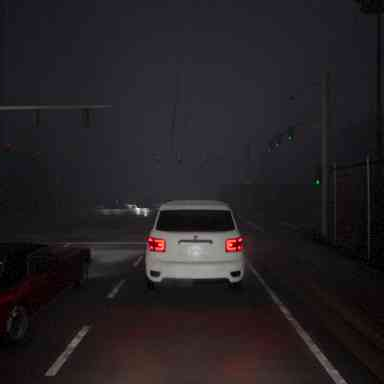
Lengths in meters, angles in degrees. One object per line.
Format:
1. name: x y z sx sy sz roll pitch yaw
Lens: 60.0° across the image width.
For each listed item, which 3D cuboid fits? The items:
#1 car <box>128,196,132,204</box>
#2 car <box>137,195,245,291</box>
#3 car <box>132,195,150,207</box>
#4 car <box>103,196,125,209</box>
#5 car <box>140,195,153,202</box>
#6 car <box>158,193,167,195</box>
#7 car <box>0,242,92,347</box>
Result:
1. car: -10.487 1.487 61.067 2.128 1.511 4.902 0 0 0
2. car: 0.083 1.221 9.175 2.150 2.045 5.566 0 0 0
3. car: -7.027 1.487 49.056 2.128 1.511 4.902 0 0 0
4. car: -10.538 1.349 45.265 2.097 1.767 4.553 0 0 0
5. car: -10.407 1.498 76.308 2.128 1.511 4.902 0 0 0
6. car: -6.906 1.196 76.944 2.150 2.045 5.566 0 0 0
7. car: -3.435 1.600 6.249 1.895 1.301 4.718 0 0 1
